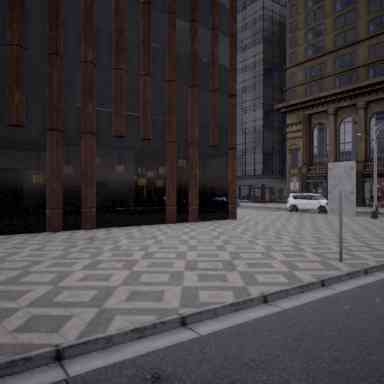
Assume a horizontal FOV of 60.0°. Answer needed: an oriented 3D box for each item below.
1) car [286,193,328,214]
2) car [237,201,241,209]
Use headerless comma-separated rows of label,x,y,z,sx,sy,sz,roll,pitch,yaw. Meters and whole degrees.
car,12.101,1.158,33.231,2.150,2.045,5.566,0,0,-36
car,4.310,1.377,44.188,1.882,1.535,5.008,0,0,-36
